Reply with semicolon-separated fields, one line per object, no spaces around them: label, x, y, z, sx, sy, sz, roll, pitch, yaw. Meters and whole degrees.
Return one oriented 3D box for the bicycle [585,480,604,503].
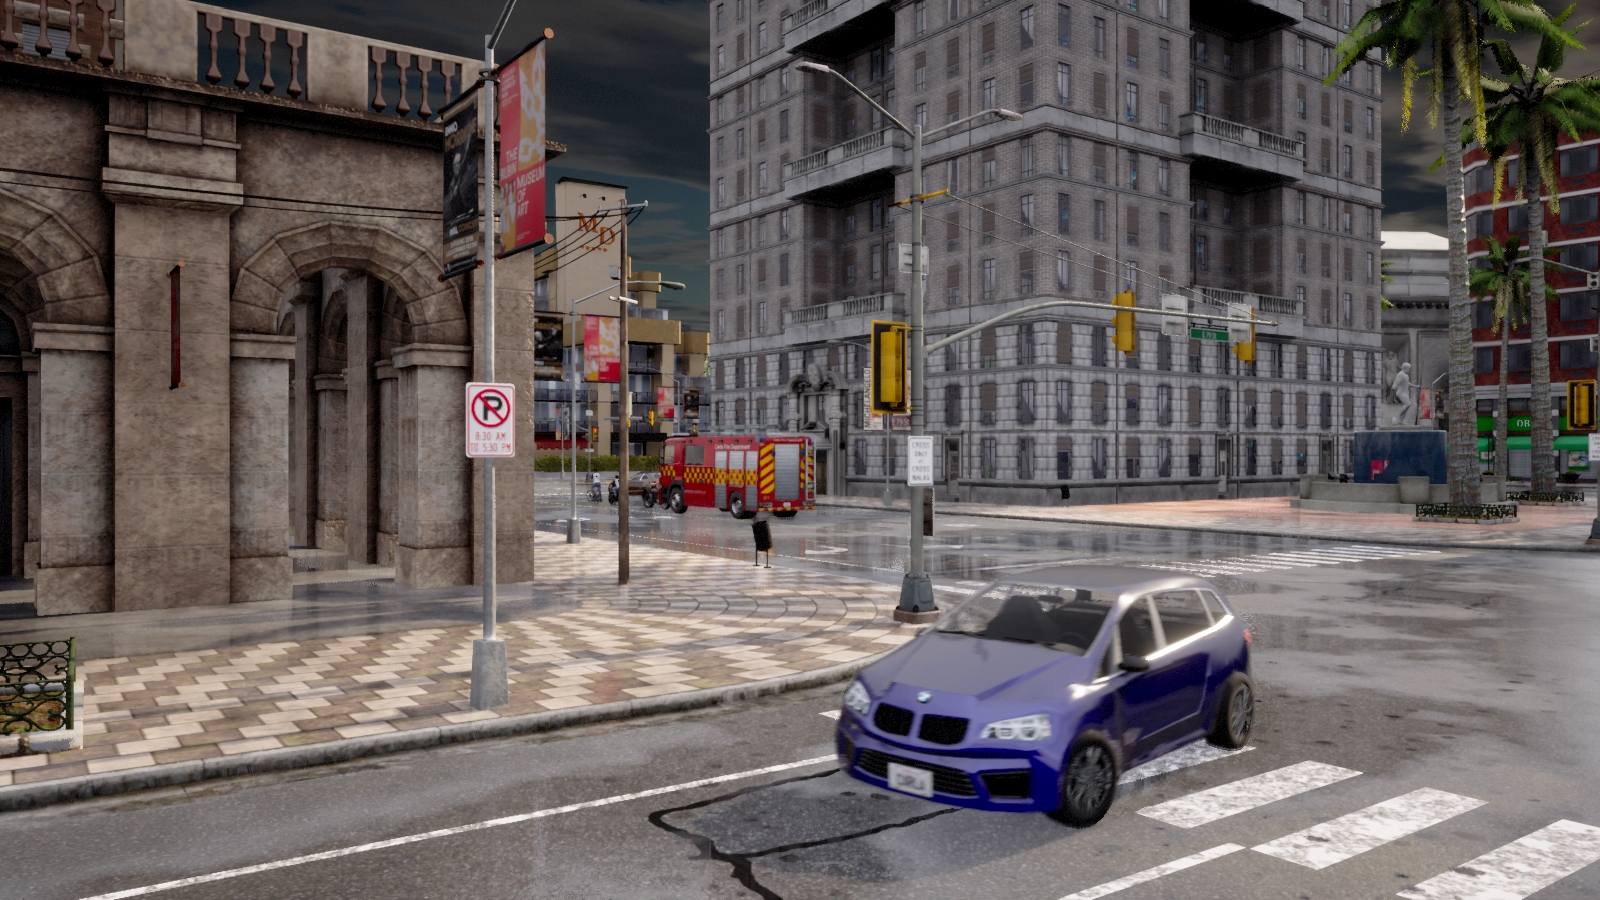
bicycle;-11.030;2.196;61.250;0.373;1.196;1.643;0;0;-35

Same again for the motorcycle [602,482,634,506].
motorcycle;-9.213;2.204;57.798;0.803;1.145;2.033;0;0;-36

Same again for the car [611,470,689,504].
car;-8.211;1.981;62.259;2.152;1.651;5.027;0;0;-35

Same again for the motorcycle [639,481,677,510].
motorcycle;-6.767;2.160;54.369;0.764;1.277;2.356;0;0;-35

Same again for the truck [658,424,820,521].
truck;-2.798;0.881;49.189;2.891;3.827;8.468;0;0;-35

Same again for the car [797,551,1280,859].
car;2.353;1.964;10.285;2.242;1.667;4.611;0;0;42
